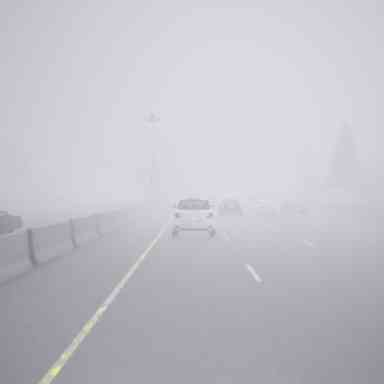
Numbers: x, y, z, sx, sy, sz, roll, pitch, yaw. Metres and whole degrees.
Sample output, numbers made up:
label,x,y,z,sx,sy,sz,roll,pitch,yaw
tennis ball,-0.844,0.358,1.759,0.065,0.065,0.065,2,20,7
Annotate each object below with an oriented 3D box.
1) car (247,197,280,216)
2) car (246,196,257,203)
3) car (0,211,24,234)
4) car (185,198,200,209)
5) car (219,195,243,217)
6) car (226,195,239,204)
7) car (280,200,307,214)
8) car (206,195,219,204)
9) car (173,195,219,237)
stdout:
label,x,y,z,sx,sy,sz,roll,pitch,yaw
car,7.084,1.549,33.337,1.812,1.442,4.674,0,1,0
car,10.572,1.351,57.337,1.994,1.385,4.181,0,1,0
car,-10.515,1.621,16.677,2.033,1.411,5.357,0,0,0
car,0.079,1.521,44.734,1.895,1.301,4.718,0,1,0
car,3.585,1.384,32.131,2.097,1.767,4.553,0,0,0
car,7.074,1.302,58.354,1.812,1.442,4.674,0,1,0
car,10.583,1.574,35.223,1.994,1.385,4.181,0,0,0
car,3.572,1.261,59.046,2.128,1.511,4.902,0,1,0
car,0.090,1.299,18.784,2.150,2.045,5.566,0,0,0
